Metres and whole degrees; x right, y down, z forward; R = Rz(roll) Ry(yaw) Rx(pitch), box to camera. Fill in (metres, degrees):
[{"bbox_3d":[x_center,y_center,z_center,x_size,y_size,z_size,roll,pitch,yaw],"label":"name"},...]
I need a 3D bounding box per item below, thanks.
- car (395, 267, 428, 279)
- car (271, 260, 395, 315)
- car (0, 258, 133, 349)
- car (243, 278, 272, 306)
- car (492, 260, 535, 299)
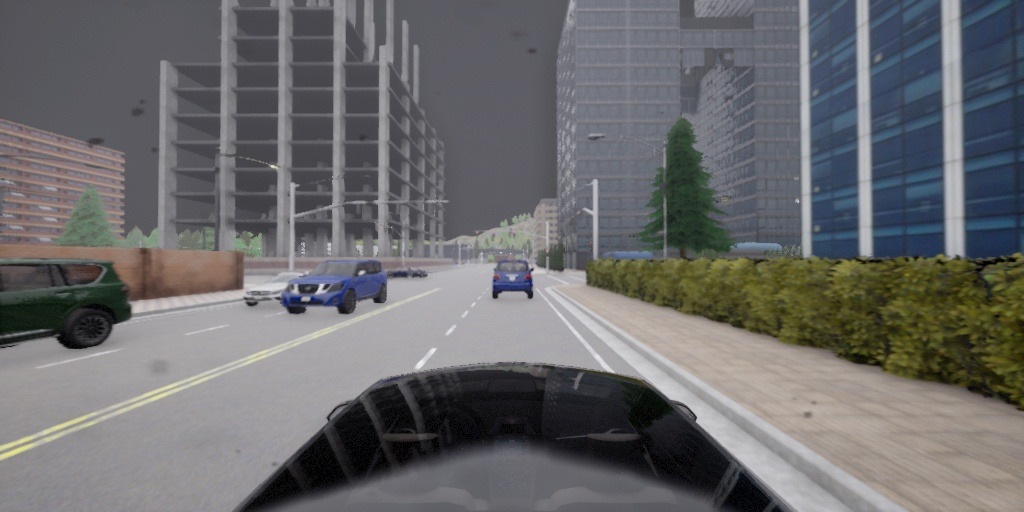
[{"bbox_3d":[-11.737,1.893,40.017,4.718,1.301,1.895,0,-1,28],"label":"car"},{"bbox_3d":[-7.012,1.161,15.007,2.150,2.045,5.566,0,-1,0],"label":"car"},{"bbox_3d":[-10.579,1.039,6.606,2.150,2.045,5.566,0,-1,0],"label":"car"},{"bbox_3d":[-10.491,1.493,17.175,1.812,1.442,4.674,0,-1,0],"label":"car"},{"bbox_3d":[0.086,1.236,20.353,2.150,2.045,5.566,0,-1,2],"label":"car"}]
